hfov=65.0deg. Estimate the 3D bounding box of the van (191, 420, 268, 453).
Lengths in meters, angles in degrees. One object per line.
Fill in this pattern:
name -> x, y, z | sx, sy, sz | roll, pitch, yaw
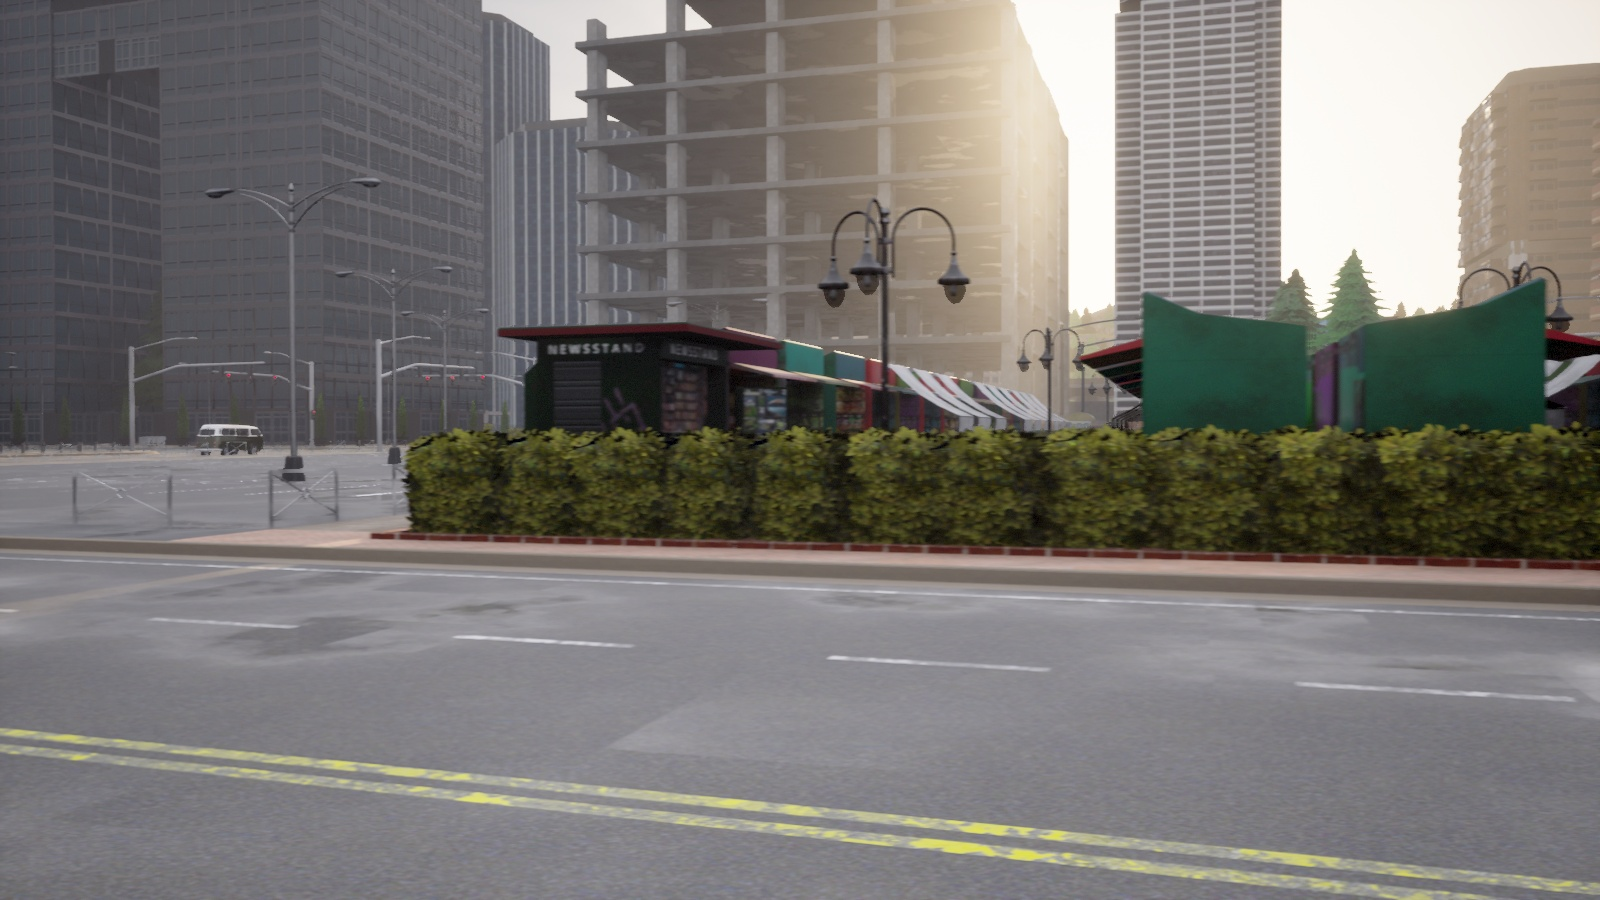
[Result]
van -> -36.463, -0.879, 80.383 | 2.069, 2.038, 4.480 | 0, 0, 17
